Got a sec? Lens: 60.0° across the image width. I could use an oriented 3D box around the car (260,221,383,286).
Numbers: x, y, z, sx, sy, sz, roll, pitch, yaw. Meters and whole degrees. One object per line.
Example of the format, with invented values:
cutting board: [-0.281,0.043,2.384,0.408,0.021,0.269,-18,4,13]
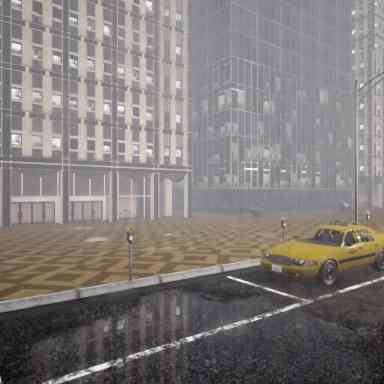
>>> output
car: [4.002,1.526,9.431,4.829,1.417,1.752,0,0,-36]
